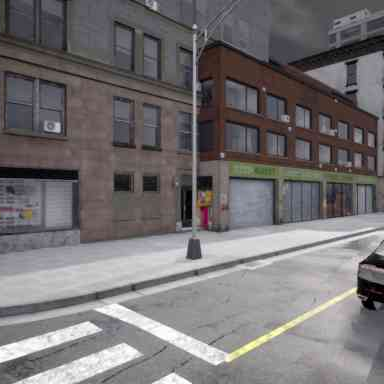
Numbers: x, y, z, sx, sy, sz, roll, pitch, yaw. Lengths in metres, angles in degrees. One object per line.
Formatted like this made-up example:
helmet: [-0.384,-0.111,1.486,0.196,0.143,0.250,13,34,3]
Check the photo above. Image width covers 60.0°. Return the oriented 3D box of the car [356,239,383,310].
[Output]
car: [5.017,1.497,6.800,4.902,1.511,2.128,0,0,-44]
